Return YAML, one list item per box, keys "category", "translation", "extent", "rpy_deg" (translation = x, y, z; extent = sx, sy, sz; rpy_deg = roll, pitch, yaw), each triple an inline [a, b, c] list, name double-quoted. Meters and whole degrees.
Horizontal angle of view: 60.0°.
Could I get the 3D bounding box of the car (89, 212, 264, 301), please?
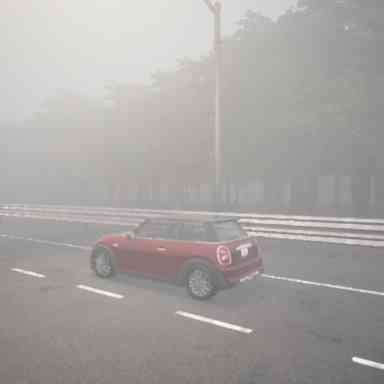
- category: "car"
  translation: [-0.568, 1.352, 8.576]
  extent: [4.553, 1.767, 2.097]
  rpy_deg: [0, 0, 36]
